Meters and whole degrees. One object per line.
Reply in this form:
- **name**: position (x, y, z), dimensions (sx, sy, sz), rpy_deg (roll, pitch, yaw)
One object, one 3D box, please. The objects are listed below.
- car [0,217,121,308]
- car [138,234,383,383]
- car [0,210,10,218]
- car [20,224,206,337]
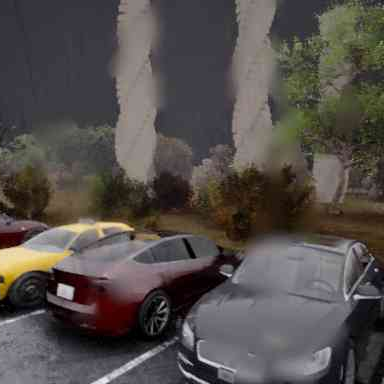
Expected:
- **car**: position (-2.860, 1.454, 8.182), dimensions (1.946, 1.575, 5.366), rpy_deg (0, 0, 35)
- **car**: position (1.739, 1.477, 5.139), dimensions (2.231, 1.521, 4.892), rpy_deg (0, 0, 35)
- **car**: position (-7.251, 1.300, 11.501), dimensions (2.185, 1.767, 4.553), rpy_deg (1, 0, 35)
- **car**: position (-0.488, 1.500, 6.754), dimensions (2.163, 1.488, 4.792), rpy_deg (0, 0, 35)
